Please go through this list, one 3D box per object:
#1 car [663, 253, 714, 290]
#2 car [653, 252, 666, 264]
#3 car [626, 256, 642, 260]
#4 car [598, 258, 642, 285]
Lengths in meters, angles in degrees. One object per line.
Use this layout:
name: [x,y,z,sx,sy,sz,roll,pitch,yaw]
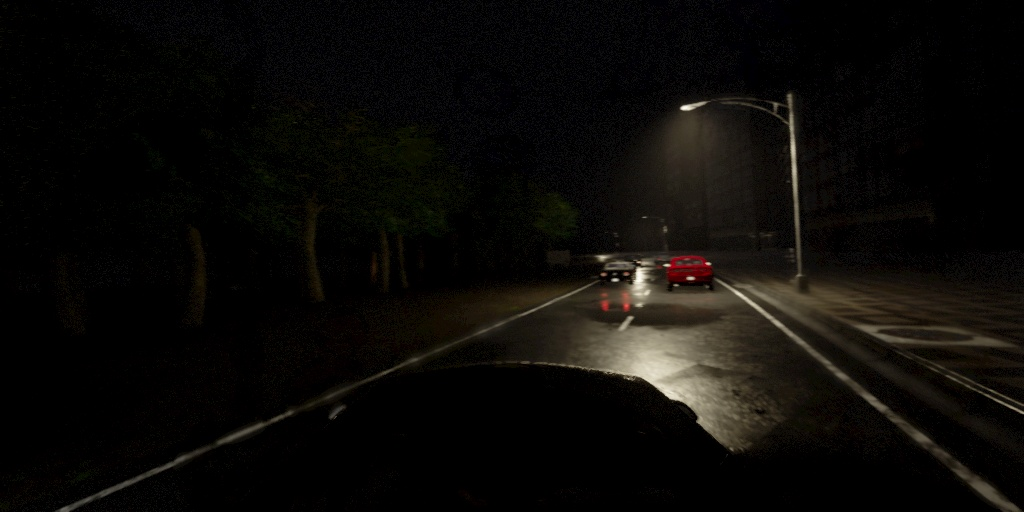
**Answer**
car: [8.735,0.778,17.846,1.882,1.535,5.008,-3,0,23]
car: [19.235,0.242,46.066,1.812,1.442,4.674,-3,0,17]
car: [13.233,0.662,39.159,1.895,1.301,4.718,-3,0,20]
car: [6.649,1.016,22.110,1.895,1.301,4.718,-3,0,24]
